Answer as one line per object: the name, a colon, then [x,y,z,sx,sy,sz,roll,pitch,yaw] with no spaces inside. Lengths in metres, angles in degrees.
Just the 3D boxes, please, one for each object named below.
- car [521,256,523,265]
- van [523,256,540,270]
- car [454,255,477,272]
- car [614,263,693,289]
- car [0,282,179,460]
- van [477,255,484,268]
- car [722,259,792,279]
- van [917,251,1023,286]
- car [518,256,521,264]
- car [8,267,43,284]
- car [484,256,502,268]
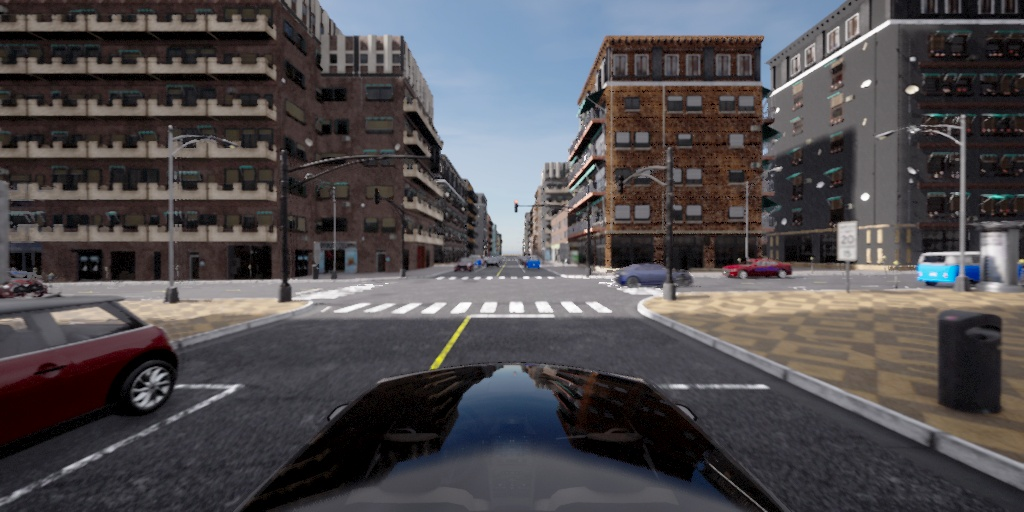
car: [2.677,1.001,52.172,1.888,1.381,4.507,0,0,0]
van: [2.710,0.833,45.968,1.690,1.789,3.998,0,0,0]
car: [-5.431,0.962,41.010,1.967,1.591,4.097,0,0,0]
car: [8.021,1.081,20.561,4.181,1.385,1.994,-1,0,0]
car: [-5.405,1.183,2.995,1.967,1.591,4.097,0,0,0]
van: [-5.392,0.796,52.174,1.690,1.789,3.998,0,0,0]
car: [17.608,0.898,25.879,4.507,1.381,1.888,0,0,0]
van: [22.967,0.667,17.998,3.998,1.789,1.690,0,0,0]
car: [2.589,0.955,63.333,1.948,1.339,4.313,0,0,0]
car: [-26.152,1.435,18.001,4.097,1.591,1.967,0,0,0]
car: [-2.798,0.959,52.512,1.837,1.490,4.892,0,0,0]
